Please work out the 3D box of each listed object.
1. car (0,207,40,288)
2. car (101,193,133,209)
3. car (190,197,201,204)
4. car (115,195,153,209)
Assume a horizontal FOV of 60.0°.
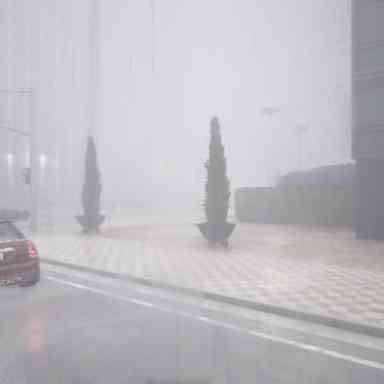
[{"bbox_3d":[-5.725,1.352,8.050,4.553,1.767,2.097,0,0,36],"label":"car"},{"bbox_3d":[-10.339,1.212,46.148,2.150,2.045,5.566,0,0,35],"label":"car"},{"bbox_3d":[1.323,1.571,62.687,1.994,1.385,4.181,0,0,35],"label":"car"},{"bbox_3d":[-7.313,1.484,44.368,2.128,1.511,4.902,0,0,35],"label":"car"}]
